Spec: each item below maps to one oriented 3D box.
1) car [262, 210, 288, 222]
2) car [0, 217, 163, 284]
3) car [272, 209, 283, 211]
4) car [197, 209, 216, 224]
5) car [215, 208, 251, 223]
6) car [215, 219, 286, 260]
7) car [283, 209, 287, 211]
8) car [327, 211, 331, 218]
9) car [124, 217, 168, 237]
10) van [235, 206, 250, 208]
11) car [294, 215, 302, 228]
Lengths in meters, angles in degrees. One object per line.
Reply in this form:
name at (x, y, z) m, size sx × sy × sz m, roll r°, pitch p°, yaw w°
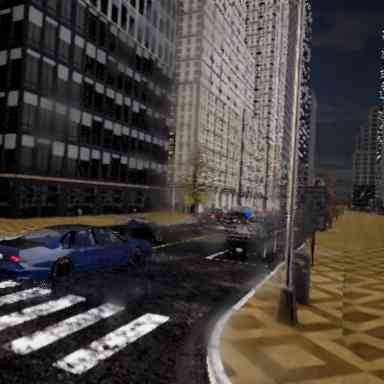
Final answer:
car at (8.473, 2.936, 34.412) m, size 2.033 × 1.411 × 5.357 m, roll 3°, pitch -1°, yaw 25°
car at (-3.418, 1.716, 10.262) m, size 2.033 × 1.411 × 5.357 m, roll 2°, pitch -2°, yaw 30°
car at (16.066, 4.064, 65.148) m, size 1.802 × 1.307 × 4.206 m, roll 2°, pitch -2°, yaw 25°
car at (2.093, 2.444, 34.361) m, size 1.967 × 1.590 × 4.097 m, roll 2°, pitch -2°, yaw 24°
car at (4.230, 2.603, 32.775) m, size 1.837 × 1.490 × 4.892 m, roll 3°, pitch -1°, yaw 25°
car at (2.825, 2.203, 15.423) m, size 2.008 × 1.369 × 4.403 m, roll 2°, pitch -2°, yaw 24°
car at (20.727, 4.540, 75.412) m, size 1.947 × 1.339 × 4.313 m, roll 2°, pitch -2°, yaw 25°
car at (30.675, 5.172, 77.070) m, size 1.947 × 1.339 × 4.313 m, roll 2°, pitch -2°, yaw 24°
car at (-3.086, 1.924, 16.696) m, size 1.895 × 1.301 × 4.718 m, roll 3°, pitch -1°, yaw 25°
van at (6.757, 2.839, 44.628) m, size 1.690 × 1.788 × 3.998 m, roll 2°, pitch -2°, yaw 25°
car at (12.029, 3.202, 36.006) m, size 1.947 × 1.339 × 4.313 m, roll 2°, pitch -2°, yaw 24°
